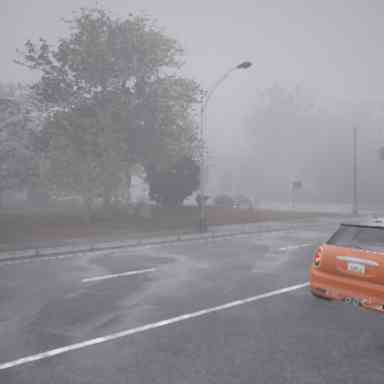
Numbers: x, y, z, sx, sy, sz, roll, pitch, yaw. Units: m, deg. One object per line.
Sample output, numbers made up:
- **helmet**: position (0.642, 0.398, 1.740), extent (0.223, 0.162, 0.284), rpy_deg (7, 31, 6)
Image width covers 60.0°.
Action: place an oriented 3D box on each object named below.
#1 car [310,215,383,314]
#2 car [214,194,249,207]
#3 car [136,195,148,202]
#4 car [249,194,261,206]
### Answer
- **car**: position (4.549, 1.300, 6.900), extent (4.553, 1.767, 2.097), rpy_deg (0, 0, -35)
- **car**: position (5.109, 1.077, 46.217), extent (2.097, 1.767, 4.553), rpy_deg (-1, 0, -38)
- **car**: position (-8.840, 1.275, 64.358), extent (2.033, 1.411, 5.357), rpy_deg (-1, 0, -38)
- **car**: position (7.865, 1.042, 48.378), extent (2.097, 1.767, 4.553), rpy_deg (-1, 0, -38)
